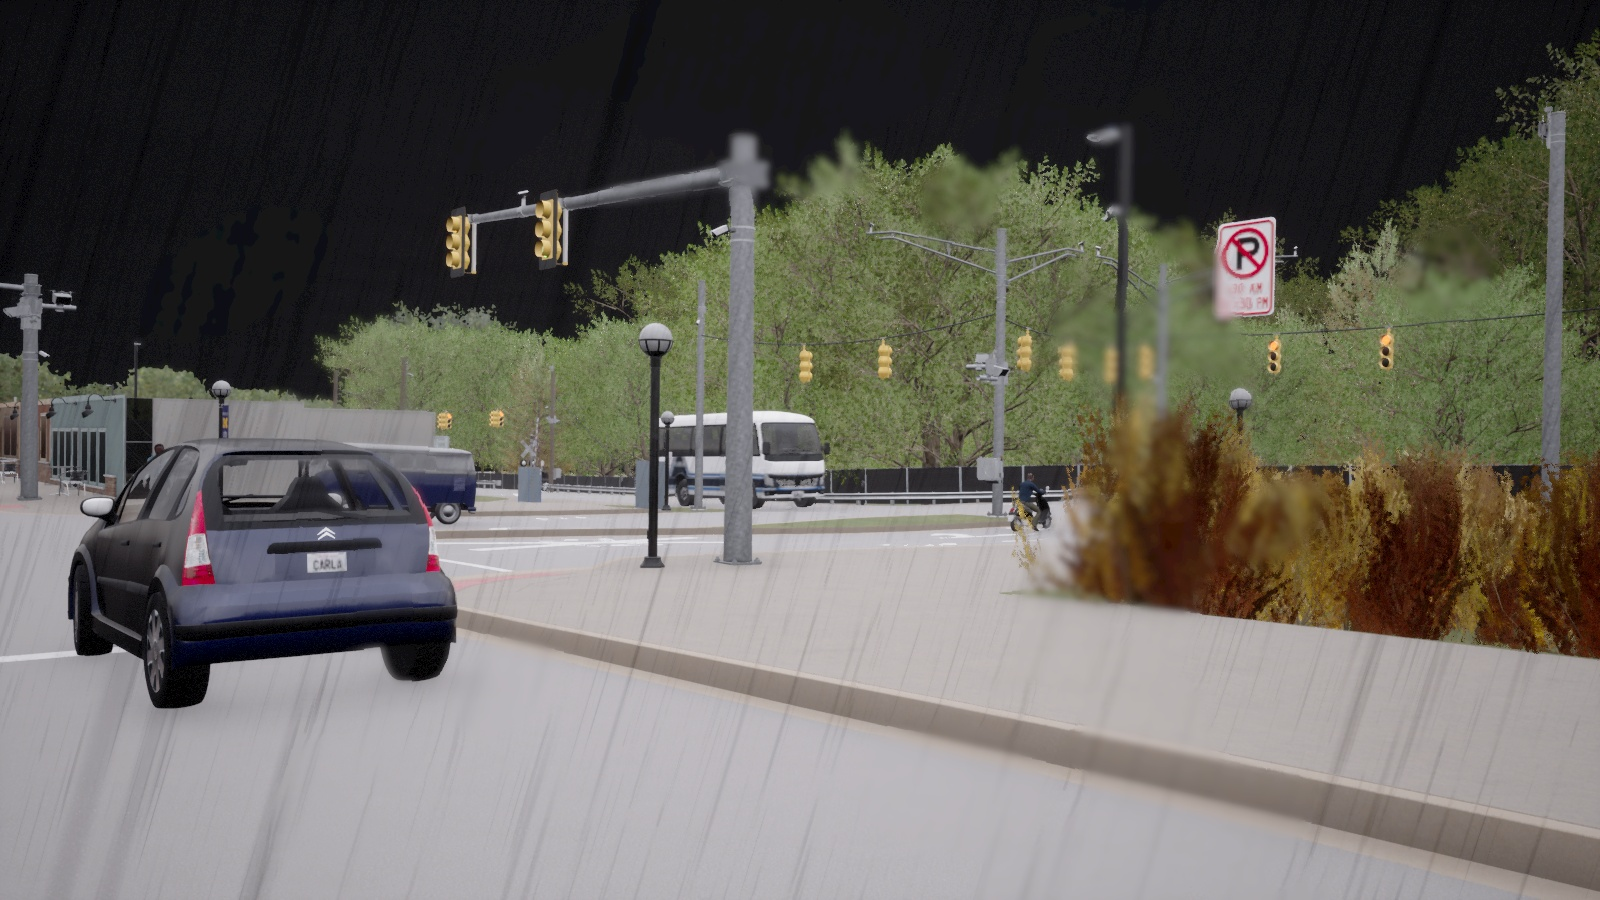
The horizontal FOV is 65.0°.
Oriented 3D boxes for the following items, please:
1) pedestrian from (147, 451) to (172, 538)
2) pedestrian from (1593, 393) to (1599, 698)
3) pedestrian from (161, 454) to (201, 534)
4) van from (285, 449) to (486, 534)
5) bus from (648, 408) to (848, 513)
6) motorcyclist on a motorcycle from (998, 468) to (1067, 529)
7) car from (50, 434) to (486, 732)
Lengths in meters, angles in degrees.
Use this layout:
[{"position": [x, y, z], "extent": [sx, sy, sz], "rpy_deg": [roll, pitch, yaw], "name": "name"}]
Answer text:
[{"position": [-14.485, 0.995, 28.387], "extent": [0.396, 1.930, 0.692], "rpy_deg": [-1, 1, -36], "name": "pedestrian"}, {"position": [5.501, 0.614, 7.875], "extent": [0.423, 1.949, 0.788], "rpy_deg": [-1, 1, -38], "name": "pedestrian"}, {"position": [-15.524, 1.086, 31.496], "extent": [0.659, 1.952, 0.873], "rpy_deg": [0, 1, -10], "name": "pedestrian"}, {"position": [-10.428, 1.055, 31.788], "extent": [4.442, 1.987, 1.775], "rpy_deg": [2, -2, -41], "name": "van"}, {"position": [-2.574, 0.477, 56.313], "extent": [3.944, 4.253, 10.273], "rpy_deg": [-1, 0, -35], "name": "bus"}, {"position": [6.381, 1.320, 34.445], "extent": [1.817, 1.590, 0.866], "rpy_deg": [-1, 0, -39], "name": "motorcyclist on a motorcycle"}, {"position": [-3.969, 0.760, 8.959], "extent": [1.851, 1.617, 3.988], "rpy_deg": [-1, -1, -38], "name": "car"}]
